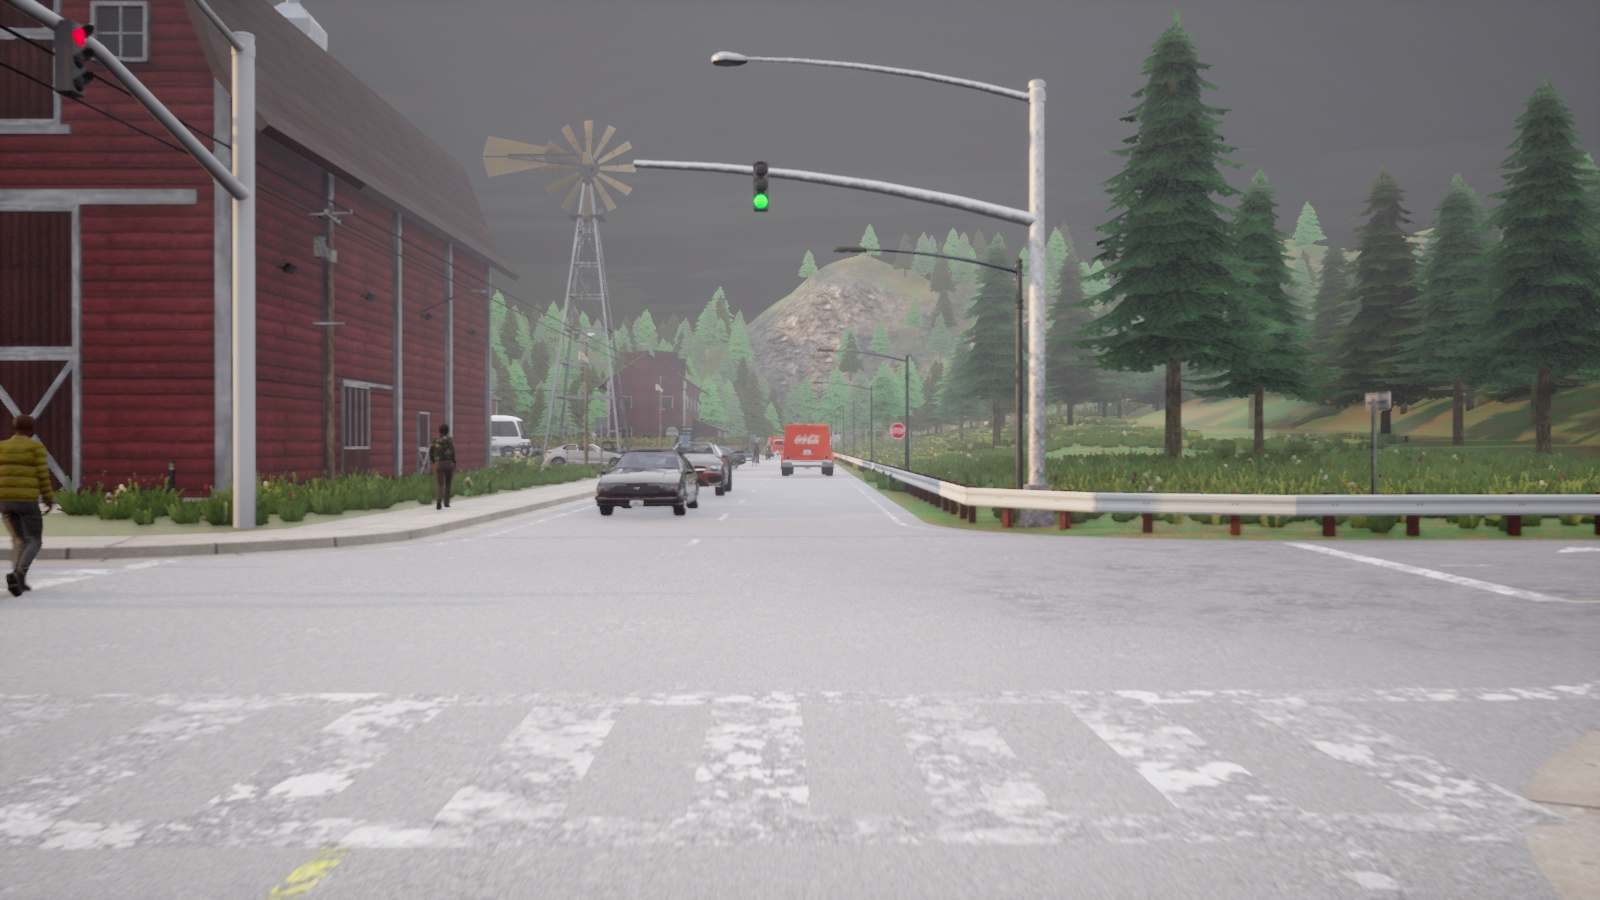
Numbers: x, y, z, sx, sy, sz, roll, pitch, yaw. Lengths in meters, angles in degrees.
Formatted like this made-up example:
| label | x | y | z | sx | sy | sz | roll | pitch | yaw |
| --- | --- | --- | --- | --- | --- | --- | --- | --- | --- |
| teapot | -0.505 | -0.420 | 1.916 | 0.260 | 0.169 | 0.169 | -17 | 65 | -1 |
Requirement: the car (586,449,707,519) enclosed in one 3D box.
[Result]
| label | x | y | z | sx | sy | sz | roll | pitch | yaw |
| --- | --- | --- | --- | --- | --- | --- | --- | --- | --- |
| car | -3.322 | 0.681 | 28.265 | 2.033 | 1.411 | 5.357 | 0 | 0 | 0 |

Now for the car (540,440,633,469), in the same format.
| label | x | y | z | sx | sy | sz | roll | pitch | yaw |
| --- | --- | --- | --- | --- | --- | --- | --- | --- | --- |
| car | -12.279 | 0.233 | 72.538 | 5.027 | 1.651 | 2.152 | 0 | 0 | -1 |

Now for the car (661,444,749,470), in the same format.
| label | x | y | z | sx | sy | sz | roll | pitch | yaw |
| --- | --- | --- | --- | --- | --- | --- | --- | --- | --- |
| car | -5.722 | 0.403 | 75.598 | 4.902 | 1.511 | 2.128 | 0 | 0 | 23 |

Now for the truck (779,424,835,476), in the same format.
| label | x | y | z | sx | sy | sz | roll | pitch | yaw |
| --- | --- | --- | --- | --- | --- | --- | --- | --- | --- |
| truck | 0.366 | 0.014 | 61.773 | 2.627 | 2.467 | 5.204 | 0 | 0 | 0 |

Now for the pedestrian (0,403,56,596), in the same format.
| label | x | y | z | sx | sy | sz | roll | pitch | yaw |
| --- | --- | --- | --- | --- | --- | --- | --- | --- | --- |
| pedestrian | -7.679 | 0.468 | 12.305 | 0.370 | 1.835 | 0.726 | 0 | 0 | -4 |

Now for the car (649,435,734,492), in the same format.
| label | x | y | z | sx | sy | sz | roll | pitch | yaw |
| --- | --- | --- | --- | --- | --- | --- | --- | --- | --- |
| car | -3.263 | 0.372 | 38.746 | 2.152 | 1.651 | 5.027 | 0 | 0 | 0 |

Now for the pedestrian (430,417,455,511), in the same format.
| label | x | y | z | sx | sy | sz | roll | pitch | yaw |
| --- | --- | --- | --- | --- | --- | --- | --- | --- | --- |
| pedestrian | -7.461 | 0.294 | 26.241 | 0.395 | 1.930 | 0.692 | 0 | 0 | -6 |
